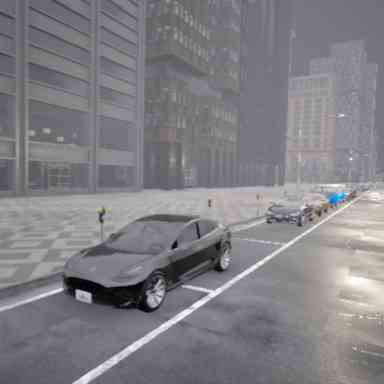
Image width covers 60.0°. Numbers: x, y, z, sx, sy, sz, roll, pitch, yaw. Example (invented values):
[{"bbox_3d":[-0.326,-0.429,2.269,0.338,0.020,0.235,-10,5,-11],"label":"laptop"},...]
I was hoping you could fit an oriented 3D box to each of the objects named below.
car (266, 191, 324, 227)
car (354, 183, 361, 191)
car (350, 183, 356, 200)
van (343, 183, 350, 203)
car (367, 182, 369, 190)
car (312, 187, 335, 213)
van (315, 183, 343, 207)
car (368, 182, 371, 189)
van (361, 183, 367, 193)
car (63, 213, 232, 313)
[{"bbox_3d":[5.058,0.846,16.778,2.008,1.369,4.403,3,3,30],"label":"car"},{"bbox_3d":[19.155,-0.189,41.187,2.192,1.841,5.009,3,3,30],"label":"car"},{"bbox_3d":[16.333,0.095,36.308,1.967,1.590,4.097,3,3,30],"label":"car"},{"bbox_3d":[13.518,0.157,31.420,1.690,1.788,3.998,3,3,30],"label":"van"},{"bbox_3d":[33.239,-0.762,65.617,1.887,1.381,4.507,3,3,30],"label":"car"},{"bbox_3d":[7.792,0.665,21.514,1.752,1.417,4.829,3,3,30],"label":"car"},{"bbox_3d":[10.700,0.317,26.536,1.690,1.788,3.998,3,3,30],"label":"van"},{"bbox_3d":[38.874,-1.062,75.385,1.947,1.339,4.313,3,3,30],"label":"car"},{"bbox_3d":[30.426,-0.805,60.724,1.690,1.788,3.998,3,3,30],"label":"van"},{"bbox_3d":[-0.578,1.180,7.011,1.947,1.339,4.313,3,3,30],"label":"car"}]
